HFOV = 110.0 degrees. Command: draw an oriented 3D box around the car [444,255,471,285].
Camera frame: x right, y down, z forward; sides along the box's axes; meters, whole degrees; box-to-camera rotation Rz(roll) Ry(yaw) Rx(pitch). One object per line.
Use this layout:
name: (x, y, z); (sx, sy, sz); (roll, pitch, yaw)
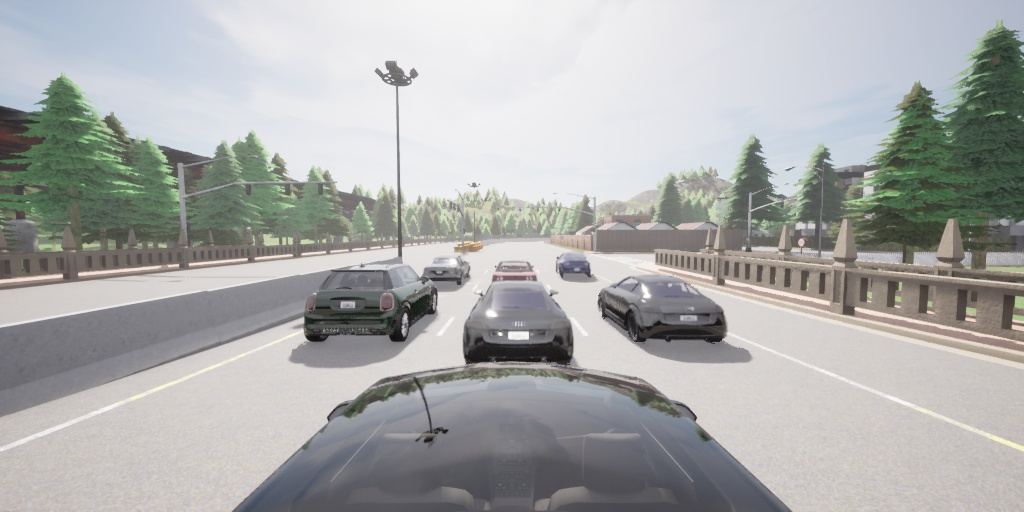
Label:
car: (-3.390, 0.656, 19.241); (2.033, 1.411, 5.357); (0, 3, 0)

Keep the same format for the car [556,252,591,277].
car: (3.774, 0.455, 22.394); (1.812, 1.442, 4.674); (0, 3, 3)

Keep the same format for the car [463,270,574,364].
car: (0.105, 1.220, 7.894); (1.994, 1.385, 4.181); (0, 2, 0)

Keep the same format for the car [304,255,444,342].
car: (-3.396, 0.958, 9.546); (2.097, 1.767, 4.553); (0, 2, 0)

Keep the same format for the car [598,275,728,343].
car: (3.605, 1.177, 9.321); (1.994, 1.385, 4.181); (0, 2, 0)

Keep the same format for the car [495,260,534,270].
car: (0.109, 0.834, 17.029); (1.895, 1.301, 4.718); (0, 3, 0)
